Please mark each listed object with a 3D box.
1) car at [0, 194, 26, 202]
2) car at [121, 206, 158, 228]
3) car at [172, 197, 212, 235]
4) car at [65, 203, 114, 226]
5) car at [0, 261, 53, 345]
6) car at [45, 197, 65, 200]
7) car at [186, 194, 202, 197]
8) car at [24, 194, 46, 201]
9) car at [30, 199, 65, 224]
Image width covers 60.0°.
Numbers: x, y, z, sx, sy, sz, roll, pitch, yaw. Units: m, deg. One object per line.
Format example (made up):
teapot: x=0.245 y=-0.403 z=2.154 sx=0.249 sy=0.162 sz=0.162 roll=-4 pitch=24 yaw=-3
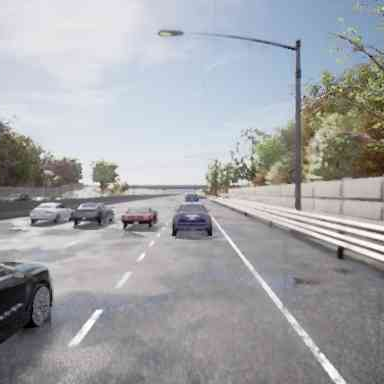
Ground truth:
car: x=-28.015 y=1.264 z=53.531 sx=2.150 sy=2.045 sz=5.566 roll=0 pitch=0 yaw=1
car: x=-3.393 y=1.605 z=22.454 sx=1.895 sy=1.301 sz=4.718 roll=0 pitch=0 yaw=0
car: x=0.005 y=1.355 z=19.056 sx=2.097 sy=1.767 sz=4.553 roll=0 pitch=0 yaw=0
car: x=-6.892 y=1.496 z=23.692 sx=2.128 sy=1.511 sz=4.902 roll=0 pitch=0 yaw=0
car: x=-3.398 y=1.492 z=4.057 sx=2.128 sy=1.511 sz=4.902 roll=0 pitch=0 yaw=0
car: x=-21.040 y=1.606 z=52.991 sx=1.994 sy=1.385 sz=4.181 roll=0 pitch=0 yaw=1
car: x=0.008 y=1.258 z=49.815 sx=2.150 sy=2.045 sz=5.566 roll=0 pitch=0 yaw=0
car: x=-24.521 y=1.536 z=53.786 sx=2.128 sy=1.511 sz=4.902 roll=0 pitch=0 yaw=1
car: x=-10.396 y=1.531 z=24.911 sx=1.812 sy=1.442 sz=4.674 roll=0 pitch=0 yaw=0
